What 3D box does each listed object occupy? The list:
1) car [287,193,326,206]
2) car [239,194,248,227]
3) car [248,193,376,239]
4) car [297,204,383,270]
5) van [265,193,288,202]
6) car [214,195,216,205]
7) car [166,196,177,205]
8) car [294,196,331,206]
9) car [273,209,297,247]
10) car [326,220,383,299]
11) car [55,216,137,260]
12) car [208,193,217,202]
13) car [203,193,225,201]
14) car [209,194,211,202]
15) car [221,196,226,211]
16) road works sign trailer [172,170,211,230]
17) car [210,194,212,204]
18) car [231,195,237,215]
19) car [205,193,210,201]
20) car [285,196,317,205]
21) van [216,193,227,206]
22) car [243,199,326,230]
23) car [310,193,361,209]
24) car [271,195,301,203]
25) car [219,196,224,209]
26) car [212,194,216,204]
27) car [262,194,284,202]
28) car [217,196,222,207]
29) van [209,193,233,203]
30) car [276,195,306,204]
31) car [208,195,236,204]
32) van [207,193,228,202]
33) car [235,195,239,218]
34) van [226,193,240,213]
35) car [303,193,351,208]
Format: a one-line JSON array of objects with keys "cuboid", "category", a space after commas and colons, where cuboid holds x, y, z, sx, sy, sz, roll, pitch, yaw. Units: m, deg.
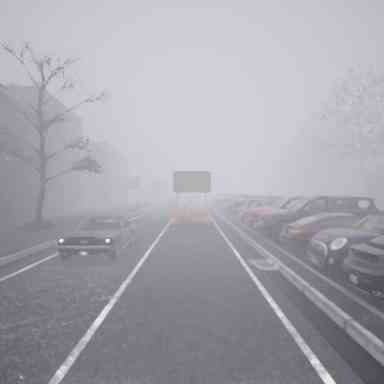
[{"cuboid": [18.670, 1.151, 54.565, 5.566, 2.045, 2.435, 0, 0, 0], "category": "car"}, {"cuboid": [5.639, 1.211, 17.936, 5.566, 2.045, 2.435, 0, 0, 0], "category": "car"}, {"cuboid": [5.643, 1.217, 15.133, 5.566, 2.045, 2.435, 0, 0, 0], "category": "car"}, {"cuboid": [5.710, 1.354, 9.526, 4.553, 1.767, 2.185, 0, 0, 0], "category": "car"}, {"cuboid": [18.794, 1.199, 74.062, 4.442, 1.987, 1.878, 0, 0, 0], "category": "van"}, {"cuboid": [5.663, 1.443, 43.166, 4.792, 1.488, 2.163, 0, 0, 0], "category": "car"}, {"cuboid": [-3.302, 1.427, 56.117, 2.128, 1.511, 4.902, 0, 0, 0], "category": "car"}, {"cuboid": [18.697, 1.403, 51.779, 5.008, 1.535, 2.097, 0, 0, 0], "category": "car"}, {"cuboid": [5.672, 1.514, 12.330, 4.674, 1.452, 2.002, 0, 0, 0], "category": "car"}, {"cuboid": [5.676, 1.486, 6.723, 4.892, 1.521, 2.231, 0, 0, 0], "category": "car"}, {"cuboid": [-3.350, 1.595, 12.507, 1.895, 1.301, 4.718, 0, 0, 0], "category": "car"}, {"cuboid": [5.611, 1.404, 57.175, 4.892, 1.521, 2.231, 0, 0, 0], "category": "car"}, {"cuboid": [5.628, 1.215, 85.212, 5.566, 2.045, 2.435, 0, 0, 0], "category": "car"}, {"cuboid": [5.590, 1.431, 54.377, 4.792, 1.488, 2.163, 0, 0, 0], "category": "car"}, {"cuboid": [5.644, 1.435, 31.953, 5.008, 1.535, 2.097, 0, 0, 0], "category": "car"}, {"cuboid": [-0.008, 0.445, 20.842, 2.380, 3.560, 2.880, 0, 0, 1], "category": "road works sign trailer"}, {"cuboid": [5.621, 1.404, 48.769, 5.008, 1.535, 2.097, 0, 0, 0], "category": "car"}, {"cuboid": [5.688, 1.321, 26.346, 4.553, 1.767, 2.185, 0, 0, 0], "category": "car"}, {"cuboid": [5.640, 1.155, 59.982, 5.566, 2.045, 2.435, 0, 0, 0], "category": "car"}, {"cuboid": [18.724, 1.434, 57.348, 4.792, 1.488, 2.163, 0, 0, 0], "category": "car"}, {"cuboid": [5.521, 1.193, 40.362, 4.442, 1.987, 1.878, 0, 0, 0], "category": "van"}, {"cuboid": [5.633, 1.332, 20.739, 4.553, 1.767, 2.185, 0, 0, 0], "category": "car"}, {"cuboid": [18.685, 1.162, 43.548, 5.566, 2.045, 2.435, 0, 0, 0], "category": "car"}, {"cuboid": [18.499, 1.412, 65.705, 5.366, 1.575, 1.946, 0, 0, 0], "category": "car"}, {"cuboid": [5.616, 1.459, 34.756, 4.792, 1.488, 2.163, 0, 0, 0], "category": "car"}, {"cuboid": [5.816, 1.405, 45.969, 5.366, 1.575, 1.946, 0, 0, 0], "category": "car"}, {"cuboid": [18.646, 1.306, 76.843, 4.553, 1.767, 2.185, 0, 0, 0], "category": "car"}, {"cuboid": [5.612, 1.454, 37.559, 4.792, 1.488, 2.163, 0, 0, 0], "category": "car"}, {"cuboid": [5.721, 1.188, 65.590, 4.442, 1.987, 1.878, 0, 0, 0], "category": "van"}, {"cuboid": [18.682, 1.411, 62.918, 5.008, 1.535, 2.097, 0, 0, 0], "category": "car"}, {"cuboid": [5.603, 1.410, 62.786, 5.008, 1.535, 2.097, 0, 0, 0], "category": "car"}, {"cuboid": [5.483, 1.195, 71.196, 4.442, 1.987, 1.878, 0, 0, 0], "category": "van"}, {"cuboid": [5.629, 1.326, 23.543, 4.553, 1.767, 2.185, 0, 0, 0], "category": "car"}, {"cuboid": [5.536, 1.215, 29.149, 4.442, 1.987, 1.878, 0, 0, 0], "category": "van"}, {"cuboid": [18.681, 1.157, 46.210, 5.566, 2.045, 2.435, 0, 0, 0], "category": "car"}]
